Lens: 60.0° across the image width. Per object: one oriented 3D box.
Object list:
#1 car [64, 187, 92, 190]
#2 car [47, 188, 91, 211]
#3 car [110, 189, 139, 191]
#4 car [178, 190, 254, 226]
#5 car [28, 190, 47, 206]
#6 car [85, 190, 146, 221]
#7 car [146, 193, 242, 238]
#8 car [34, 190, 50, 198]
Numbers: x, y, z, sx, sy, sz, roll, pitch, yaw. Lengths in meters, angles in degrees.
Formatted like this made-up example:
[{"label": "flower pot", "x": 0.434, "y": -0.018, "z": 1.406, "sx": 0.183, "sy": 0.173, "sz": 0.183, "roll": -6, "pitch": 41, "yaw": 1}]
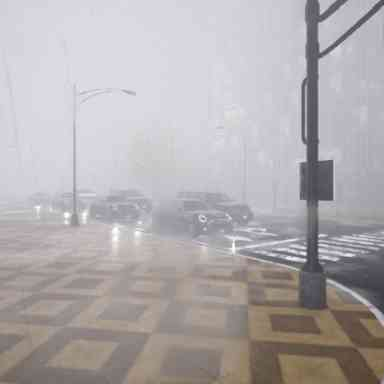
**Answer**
[{"label": "car", "x": -12.127, "y": 0.556, "z": 37.051, "sx": 2.150, "sy": 2.045, "sz": 5.566, "roll": 0, "pitch": 1, "yaw": -37}, {"label": "car", "x": -11.522, "y": 0.784, "z": 31.004, "sx": 2.097, "sy": 1.767, "sz": 4.553, "roll": 0, "pitch": 1, "yaw": -38}, {"label": "car", "x": -5.507, "y": 0.752, "z": 28.616, "sx": 2.150, "sy": 2.045, "sz": 5.566, "roll": 0, "pitch": 1, "yaw": -38}, {"label": "car", "x": 1.118, "y": 0.948, "z": 20.194, "sx": 2.150, "sy": 2.045, "sz": 5.566, "roll": 0, "pitch": 1, "yaw": -40}, {"label": "car", "x": -17.838, "y": 0.770, "z": 39.079, "sx": 1.812, "sy": 1.442, "sz": 4.674, "roll": 0, "pitch": 1, "yaw": -38}, {"label": "car", "x": -5.488, "y": 0.963, "z": 23.342, "sx": 2.097, "sy": 1.767, "sz": 4.553, "roll": 0, "pitch": 1, "yaw": -38}, {"label": "car", "x": -0.072, "y": 1.123, "z": 16.499, "sx": 2.097, "sy": 1.767, "sz": 4.553, "roll": 0, "pitch": 1, "yaw": -38}, {"label": "car", "x": -28.753, "y": 0.278, "z": 63.747, "sx": 1.812, "sy": 1.442, "sz": 4.674, "roll": 0, "pitch": 1, "yaw": -38}]
